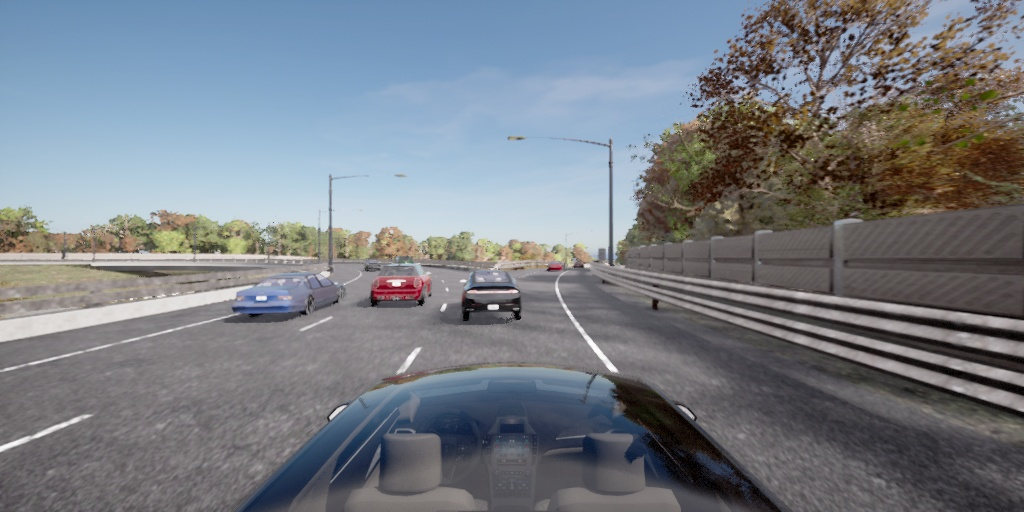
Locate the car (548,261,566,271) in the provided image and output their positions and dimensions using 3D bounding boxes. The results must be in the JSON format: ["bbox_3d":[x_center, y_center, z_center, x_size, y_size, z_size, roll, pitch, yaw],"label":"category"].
[{"bbox_3d":[6.035,1.294,48.232,1.994,1.385,4.181,0,0,14],"label":"car"}]

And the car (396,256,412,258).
[{"bbox_3d":[-14.586,0.988,47.823,2.150,2.045,5.566,0,0,-26],"label":"car"}]

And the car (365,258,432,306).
[{"bbox_3d":[-4.772,1.108,16.012,2.097,1.767,4.553,0,0,-8],"label":"car"}]

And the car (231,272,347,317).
[{"bbox_3d":[-7.843,1.309,13.241,2.033,1.411,5.357,0,0,-8],"label":"car"}]

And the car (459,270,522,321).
[{"bbox_3d":[-0.799,1.241,12.595,2.128,1.511,4.902,0,0,-6],"label":"car"}]

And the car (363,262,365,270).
[{"bbox_3d":[-19.285,1.267,49.344,2.128,1.511,4.902,0,0,-28],"label":"car"}]
